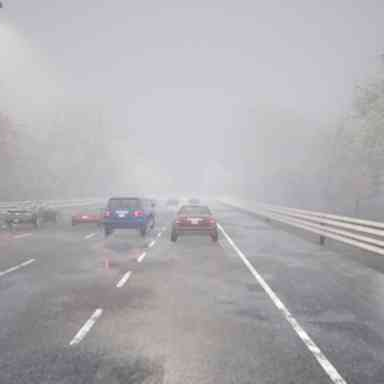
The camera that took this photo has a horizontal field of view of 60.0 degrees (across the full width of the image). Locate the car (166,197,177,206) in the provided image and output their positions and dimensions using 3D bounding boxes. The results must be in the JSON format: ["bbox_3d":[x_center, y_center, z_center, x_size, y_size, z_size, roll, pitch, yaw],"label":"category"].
[{"bbox_3d":[-3.193,1.515,55.730,1.882,1.535,5.008,0,0,0],"label":"car"}]

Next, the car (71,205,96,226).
[{"bbox_3d":[-6.850,1.576,23.317,1.994,1.385,4.181,0,0,0],"label":"car"}]

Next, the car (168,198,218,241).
[{"bbox_3d":[0.125,1.361,16.955,2.097,1.767,4.553,0,0,0],"label":"car"}]

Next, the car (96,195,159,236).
[{"bbox_3d":[-3.372,1.230,18.711,2.150,2.045,5.566,0,0,0],"label":"car"}]

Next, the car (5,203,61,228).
[{"bbox_3d":[-10.357,1.501,22.062,2.128,1.511,4.902,0,0,0],"label":"car"}]

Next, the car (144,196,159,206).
[{"bbox_3d":[-6.694,1.514,55.383,1.882,1.535,5.008,0,0,0],"label":"car"}]

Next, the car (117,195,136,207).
[{"bbox_3d":[-10.208,1.385,52.511,2.097,1.767,4.553,0,0,0],"label":"car"}]
